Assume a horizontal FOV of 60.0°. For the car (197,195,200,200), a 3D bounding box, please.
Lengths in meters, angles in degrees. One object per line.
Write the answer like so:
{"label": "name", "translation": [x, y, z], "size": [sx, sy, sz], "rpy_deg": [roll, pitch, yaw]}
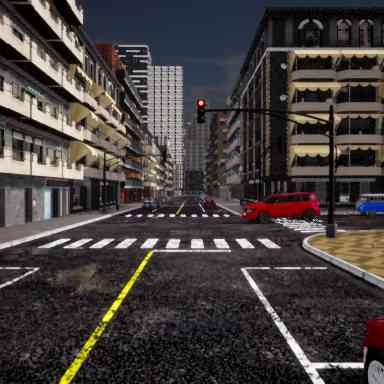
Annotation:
{"label": "car", "translation": [2.569, 1.577, 67.394], "size": [2.008, 1.369, 4.403], "rpy_deg": [-1, 0, 0]}

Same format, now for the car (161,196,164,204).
{"label": "car", "translation": [-5.783, 1.579, 50.801], "size": [1.947, 1.339, 4.313], "rpy_deg": [0, 0, 0]}

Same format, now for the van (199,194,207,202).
{"label": "van", "translation": [2.547, 1.378, 78.449], "size": [1.690, 1.788, 3.998], "rpy_deg": [-1, 0, 0]}

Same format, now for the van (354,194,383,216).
{"label": "van", "translation": [15.596, 1.035, 27.404], "size": [3.998, 1.788, 1.690], "rpy_deg": [-1, 1, -1]}

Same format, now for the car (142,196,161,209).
{"label": "car", "translation": [-5.773, 1.560, 45.273], "size": [2.008, 1.369, 4.403], "rpy_deg": [0, 0, 0]}

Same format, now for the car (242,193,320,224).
{"label": "car", "translation": [6.427, 1.130, 24.051], "size": [5.566, 2.045, 2.150], "rpy_deg": [-2, 0, -10]}

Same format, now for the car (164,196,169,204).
{"label": "car", "translation": [-5.804, 1.462, 61.857], "size": [1.967, 1.590, 4.097], "rpy_deg": [-1, 0, 0]}

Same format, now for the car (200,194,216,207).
{"label": "car", "translation": [2.596, 1.454, 50.810], "size": [1.967, 1.590, 4.097], "rpy_deg": [-1, 0, 0]}

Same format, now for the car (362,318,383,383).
{"label": "car", "translation": [2.681, 1.544, 1.811], "size": [1.887, 1.381, 4.507], "rpy_deg": [0, 0, 0]}

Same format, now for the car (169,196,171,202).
{"label": "car", "translation": [-5.812, 1.608, 67.385], "size": [1.802, 1.307, 4.206], "rpy_deg": [-1, 0, 0]}

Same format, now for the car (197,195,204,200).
{"label": "car", "translation": [2.520, 1.602, 95.033], "size": [1.887, 1.381, 4.507], "rpy_deg": [-1, 0, 0]}

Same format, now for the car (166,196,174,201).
{"label": "car", "translation": [-5.850, 1.632, 89.496], "size": [1.802, 1.307, 4.206], "rpy_deg": [-1, 0, 0]}

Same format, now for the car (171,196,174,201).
{"label": "car", "translation": [-5.831, 1.562, 78.270], "size": [1.752, 1.417, 4.829], "rpy_deg": [-1, 0, 0]}
